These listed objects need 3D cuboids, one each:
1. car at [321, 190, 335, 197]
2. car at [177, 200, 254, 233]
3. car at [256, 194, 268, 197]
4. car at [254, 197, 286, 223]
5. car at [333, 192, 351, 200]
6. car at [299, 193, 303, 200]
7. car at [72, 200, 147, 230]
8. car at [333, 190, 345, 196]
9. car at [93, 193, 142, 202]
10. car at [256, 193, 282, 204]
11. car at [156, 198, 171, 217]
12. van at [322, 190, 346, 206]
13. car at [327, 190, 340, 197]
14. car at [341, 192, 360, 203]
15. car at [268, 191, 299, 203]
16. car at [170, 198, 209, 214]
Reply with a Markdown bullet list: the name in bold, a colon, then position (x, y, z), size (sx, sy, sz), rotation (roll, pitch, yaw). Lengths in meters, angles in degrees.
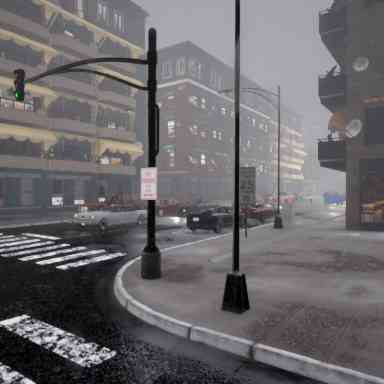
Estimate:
- **car**: position (29.822, 0.379, 72.941), size (1.887, 1.381, 4.507), rotation (2, 2, 35)
- **car**: position (1.392, 1.348, 17.974), size (1.947, 1.339, 4.313), rotation (2, 2, 35)
- **car**: position (5.782, 1.013, 34.279), size (1.837, 1.490, 4.892), rotation (1, 1, 35)
- **car**: position (4.598, 1.283, 22.529), size (1.802, 1.307, 4.206), rotation (2, 2, 35)
- **car**: position (25.871, 0.696, 57.282), size (1.895, 1.301, 4.718), rotation (1, 1, 35)
- **car**: position (17.000, 0.720, 54.718), size (1.947, 1.339, 4.313), rotation (2, 2, 35)
- **car**: position (-4.565, 1.368, 19.578), size (1.895, 1.301, 4.718), rotation (1, 1, 35)
- **car**: position (36.233, 0.257, 82.053), size (1.802, 1.307, 4.206), rotation (2, 2, 35)
- **car**: position (-5.436, 1.031, 22.821), size (2.192, 1.841, 5.009), rotation (2, 2, 35)
- **car**: position (10.589, 0.881, 45.606), size (1.947, 1.339, 4.313), rotation (2, 2, 35)
- **car**: position (-2.233, 1.181, 27.383), size (1.887, 1.381, 4.507), rotation (2, 2, 35)
- **van**: position (17.422, 0.721, 40.748), size (1.690, 1.788, 3.998), rotation (2, 2, 35)
- **car**: position (33.027, 0.337, 77.497), size (1.802, 1.307, 4.206), rotation (2, 2, 35)
- **car**: position (23.831, 0.764, 49.863), size (1.887, 1.381, 4.507), rotation (2, 2, 35)
- **car**: position (11.488, 0.718, 42.339), size (2.097, 1.767, 4.553), rotation (1, 1, 36)
- **car**: position (0.529, 1.203, 26.843), size (1.994, 1.385, 4.181), rotation (1, 1, 34)
